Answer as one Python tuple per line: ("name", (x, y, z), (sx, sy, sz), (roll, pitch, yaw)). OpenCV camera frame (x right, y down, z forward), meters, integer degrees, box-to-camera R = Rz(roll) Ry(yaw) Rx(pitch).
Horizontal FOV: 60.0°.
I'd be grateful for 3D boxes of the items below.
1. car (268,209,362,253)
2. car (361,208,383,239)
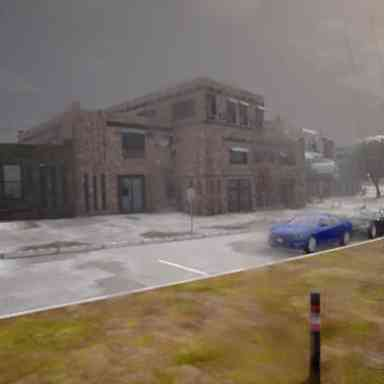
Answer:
("car", (5.505, 1.727, 15.208), (5.008, 1.535, 2.097), (1, -1, -41))
("car", (10.216, 1.749, 19.432), (4.892, 1.521, 2.231), (1, -1, -42))
